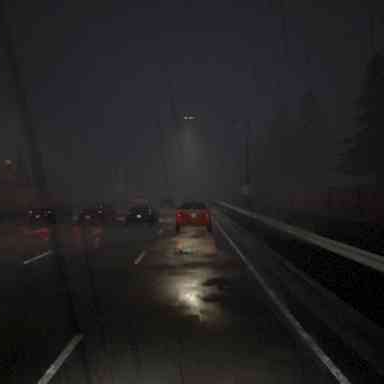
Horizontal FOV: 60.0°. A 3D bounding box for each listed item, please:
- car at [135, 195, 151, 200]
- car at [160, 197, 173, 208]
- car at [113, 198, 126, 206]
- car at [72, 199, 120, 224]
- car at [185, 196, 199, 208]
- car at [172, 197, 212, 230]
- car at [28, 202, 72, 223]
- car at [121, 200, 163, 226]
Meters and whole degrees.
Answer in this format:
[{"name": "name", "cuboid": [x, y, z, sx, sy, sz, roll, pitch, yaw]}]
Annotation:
[{"name": "car", "cuboid": [-7.018, 1.266, 47.625, 2.097, 1.767, 4.553, 0, 0, 0]}, {"name": "car", "cuboid": [-3.519, 1.422, 47.134, 1.837, 1.490, 4.892, 0, 0, 0]}, {"name": "car", "cuboid": [-10.518, 1.515, 47.744, 1.895, 1.301, 4.718, 0, 0, 0]}, {"name": "car", "cuboid": [-6.913, 1.482, 24.433, 1.812, 1.442, 4.674, 0, 0, 0]}, {"name": "car", "cuboid": [-0.019, 1.394, 47.145, 1.882, 1.535, 5.008, 0, 0, 0]}, {"name": "car", "cuboid": [0.089, 1.315, 20.689, 2.097, 1.767, 4.553, 0, 0, 0]}, {"name": "car", "cuboid": [-10.414, 1.481, 24.737, 1.812, 1.442, 4.674, 0, 0, 0]}, {"name": "car", "cuboid": [-3.410, 1.521, 23.363, 1.994, 1.385, 4.181, 0, 0, 0]}]
